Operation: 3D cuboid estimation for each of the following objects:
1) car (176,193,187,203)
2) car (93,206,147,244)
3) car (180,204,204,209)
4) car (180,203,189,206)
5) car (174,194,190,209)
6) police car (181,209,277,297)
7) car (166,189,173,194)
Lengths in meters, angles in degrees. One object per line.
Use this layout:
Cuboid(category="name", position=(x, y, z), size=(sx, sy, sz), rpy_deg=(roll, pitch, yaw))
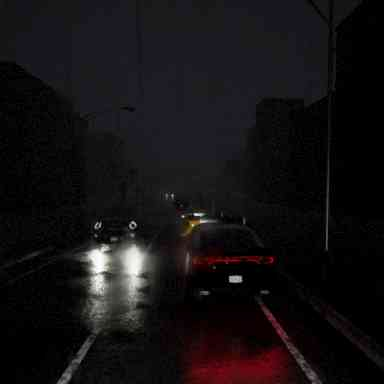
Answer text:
Cuboid(category="car", position=(-1.886, 1.053, 59.198), size=(1.994, 1.385, 4.181), rpy_deg=(0, 3, -2))
Cuboid(category="car", position=(-3.534, 1.542, 16.951), size=(2.097, 1.767, 4.553), rpy_deg=(0, -1, -2))
Cuboid(category="car", position=(0.400, 1.669, 18.975), size=(1.801, 1.575, 5.366), rpy_deg=(0, -1, -2))
Cuboid(category="car", position=(0.200, 1.796, 24.786), size=(1.812, 1.442, 4.674), rpy_deg=(0, 0, -2))
Cuboid(category="car", position=(-1.404, 1.529, 45.555), size=(1.837, 1.490, 4.892), rpy_deg=(0, 2, -2))
Cuboid(category="police car", position=(0.744, 1.475, 8.875), size=(1.930, 1.638, 5.238), rpy_deg=(0, -1, -2))
Cuboid(category="car", position=(-5.856, -0.178, 87.247), size=(1.812, 1.442, 4.674), rpy_deg=(0, 2, -2))
